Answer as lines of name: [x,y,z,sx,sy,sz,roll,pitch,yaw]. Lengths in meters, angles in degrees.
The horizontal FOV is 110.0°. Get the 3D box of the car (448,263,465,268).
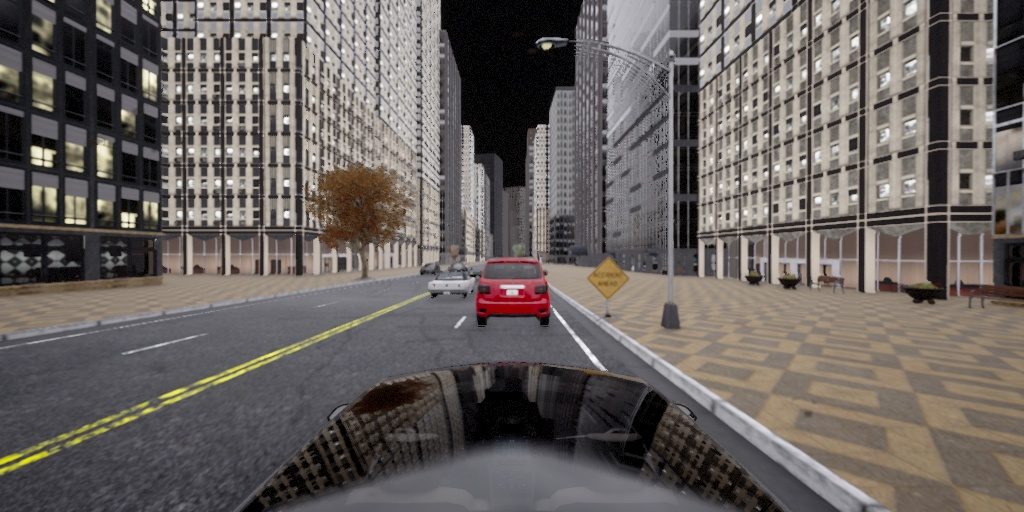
car: [-6.608,1.616,43.357,1.882,1.535,5.008,0,-1,0]

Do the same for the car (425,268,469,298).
car: [-3.163,1.518,19.718,1.895,1.301,4.718,0,-1,0]

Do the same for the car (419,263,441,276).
car: [-9.857,1.645,43.650,1.837,1.490,4.892,0,-1,0]

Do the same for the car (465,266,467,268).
car: [-3.167,1.666,35.495,1.895,1.301,4.718,0,-1,0]

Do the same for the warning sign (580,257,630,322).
warning sign: [2.847,0.949,10.713,1.300,1.860,1.060,0,0,0]

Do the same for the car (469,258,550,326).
car: [0.064,1.073,12.230,2.150,2.045,5.566,0,0,1]
